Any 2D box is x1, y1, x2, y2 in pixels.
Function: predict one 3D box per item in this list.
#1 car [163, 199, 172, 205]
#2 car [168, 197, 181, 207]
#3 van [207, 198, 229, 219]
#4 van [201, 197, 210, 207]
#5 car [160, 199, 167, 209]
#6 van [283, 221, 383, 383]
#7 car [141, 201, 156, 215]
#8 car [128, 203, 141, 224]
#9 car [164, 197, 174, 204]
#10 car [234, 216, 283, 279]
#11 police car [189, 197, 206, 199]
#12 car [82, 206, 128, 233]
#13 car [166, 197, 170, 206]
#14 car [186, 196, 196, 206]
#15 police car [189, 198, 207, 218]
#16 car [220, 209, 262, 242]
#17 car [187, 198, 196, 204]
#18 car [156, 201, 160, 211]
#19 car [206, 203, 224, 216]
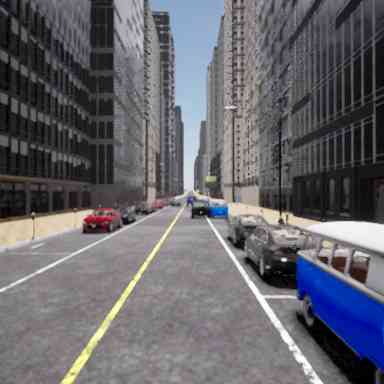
[{"bbox_3d":[-5.752,2.336,78.560,1.947,1.339,4.313,0,-1,0],"label":"car"},{"bbox_3d":[-3.074,2.202,64.549,1.994,1.385,4.181,0,-1,1],"label":"car"},{"bbox_3d":[2.661,1.676,32.994,1.690,1.788,3.998,0,-1,0],"label":"van"},{"bbox_3d":[2.636,2.006,67.174,1.690,1.788,3.998,0,-1,0],"label":"van"},{"bbox_3d":[-5.736,2.139,55.773,1.802,1.307,4.206,0,-1,0],"label":"car"},{"bbox_3d":[2.682,1.389,4.512,1.690,1.788,3.998,0,-1,0],"label":"van"},{"bbox_3d":[-5.723,1.956,38.682,1.947,1.339,4.313,0,-1,0],"label":"car"},{"bbox_3d":[-5.714,1.844,27.290,1.947,1.339,4.313,0,-1,0],"label":"car"},{"bbox_3d":[-5.757,2.136,84.259,2.192,1.841,5.009,0,-1,0],"label":"car"},{"bbox_3d":[2.678,1.657,10.206,2.008,1.369,4.403,0,-1,0],"label":"car"},{"bbox_3d":[0.866,1.868,43.986,1.930,1.638,5.238,0,-1,0],"label":"police car"},{"bbox_3d":[-5.710,1.766,21.593,1.887,1.381,4.507,0,-1,0],"label":"car"},{"bbox_3d":[-5.745,2.247,67.167,1.802,1.307,4.206,0,-1,0],"label":"car"},{"bbox_3d":[-0.052,1.756,69.951,2.150,2.045,5.566,0,-1,0],"label":"car"},{"bbox_3d":[0.874,1.770,33.986,1.930,1.638,5.238,0,-1,0],"label":"police car"},{"bbox_3d":[2.674,1.715,15.902,2.008,1.369,4.403,0,-1,0],"label":"car"},{"bbox_3d":[-0.064,2.192,84.917,2.128,1.511,4.902,0,-1,0],"label":"car"},{"bbox_3d":[-5.727,1.991,44.380,1.887,1.381,4.507,0,-1,0],"label":"car"},{"bbox_3d":[2.657,1.973,38.688,1.802,1.307,4.206,0,-1,0],"label":"car"}]
